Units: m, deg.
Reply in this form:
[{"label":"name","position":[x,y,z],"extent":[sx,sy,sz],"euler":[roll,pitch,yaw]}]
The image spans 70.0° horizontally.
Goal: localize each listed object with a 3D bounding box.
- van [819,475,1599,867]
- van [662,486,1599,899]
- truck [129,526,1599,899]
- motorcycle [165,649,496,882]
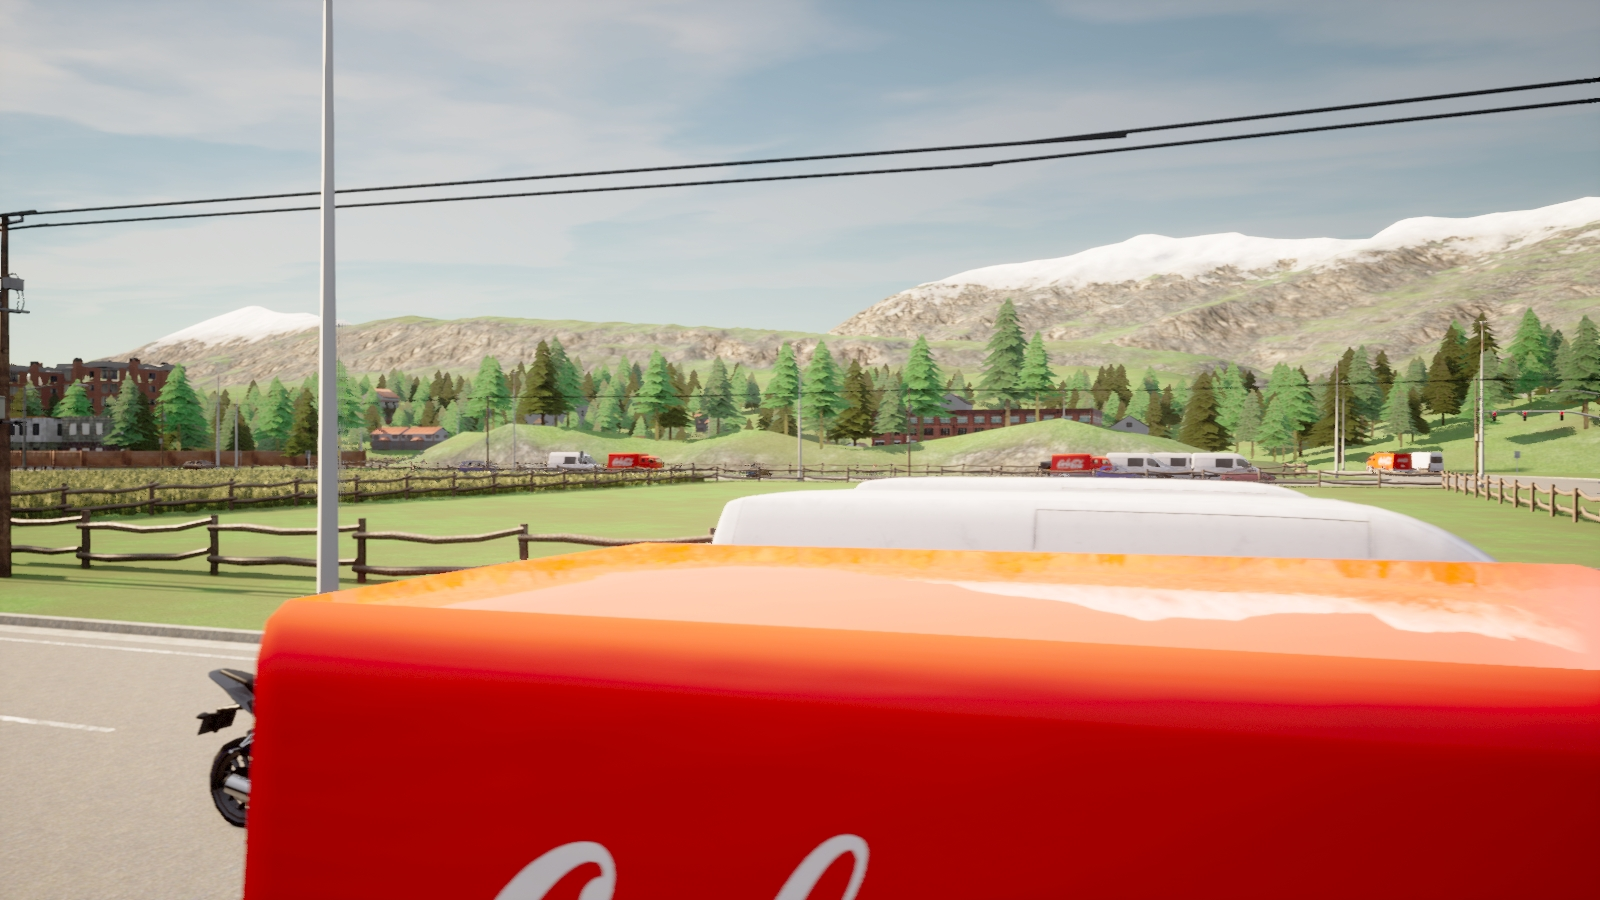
[{"label":"van","position":[3.277,1.534,9.551],"extent":[5.915,2.561,1.988],"euler":[0,0,20]},{"label":"van","position":[2.364,1.534,6.158],"extent":[5.915,2.561,1.988],"euler":[0,0,20]},{"label":"truck","position":[1.396,1.568,2.861],"extent":[5.204,2.467,2.627],"euler":[0,0,21]},{"label":"motorcycle","position":[-3.390,2.201,8.260],"extent":[2.209,1.251,0.867],"euler":[0,0,20]}]
